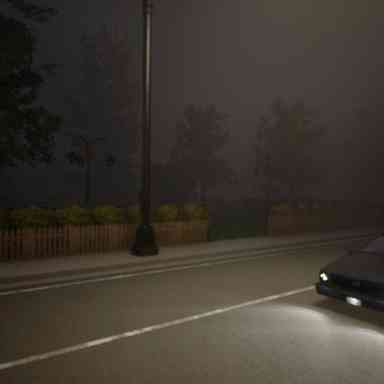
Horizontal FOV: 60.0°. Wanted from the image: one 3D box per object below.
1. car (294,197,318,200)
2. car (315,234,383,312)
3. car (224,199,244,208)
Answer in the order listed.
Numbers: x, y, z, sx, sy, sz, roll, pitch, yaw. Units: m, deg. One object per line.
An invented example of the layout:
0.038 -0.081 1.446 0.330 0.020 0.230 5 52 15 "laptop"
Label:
15.595 1.689 43.842 2.150 2.045 5.566 1 -1 -36 "car"
5.141 1.652 7.652 5.357 1.411 2.033 1 -1 -35 "car"
5.906 2.011 57.201 2.033 1.411 5.357 1 -1 -36 "car"
